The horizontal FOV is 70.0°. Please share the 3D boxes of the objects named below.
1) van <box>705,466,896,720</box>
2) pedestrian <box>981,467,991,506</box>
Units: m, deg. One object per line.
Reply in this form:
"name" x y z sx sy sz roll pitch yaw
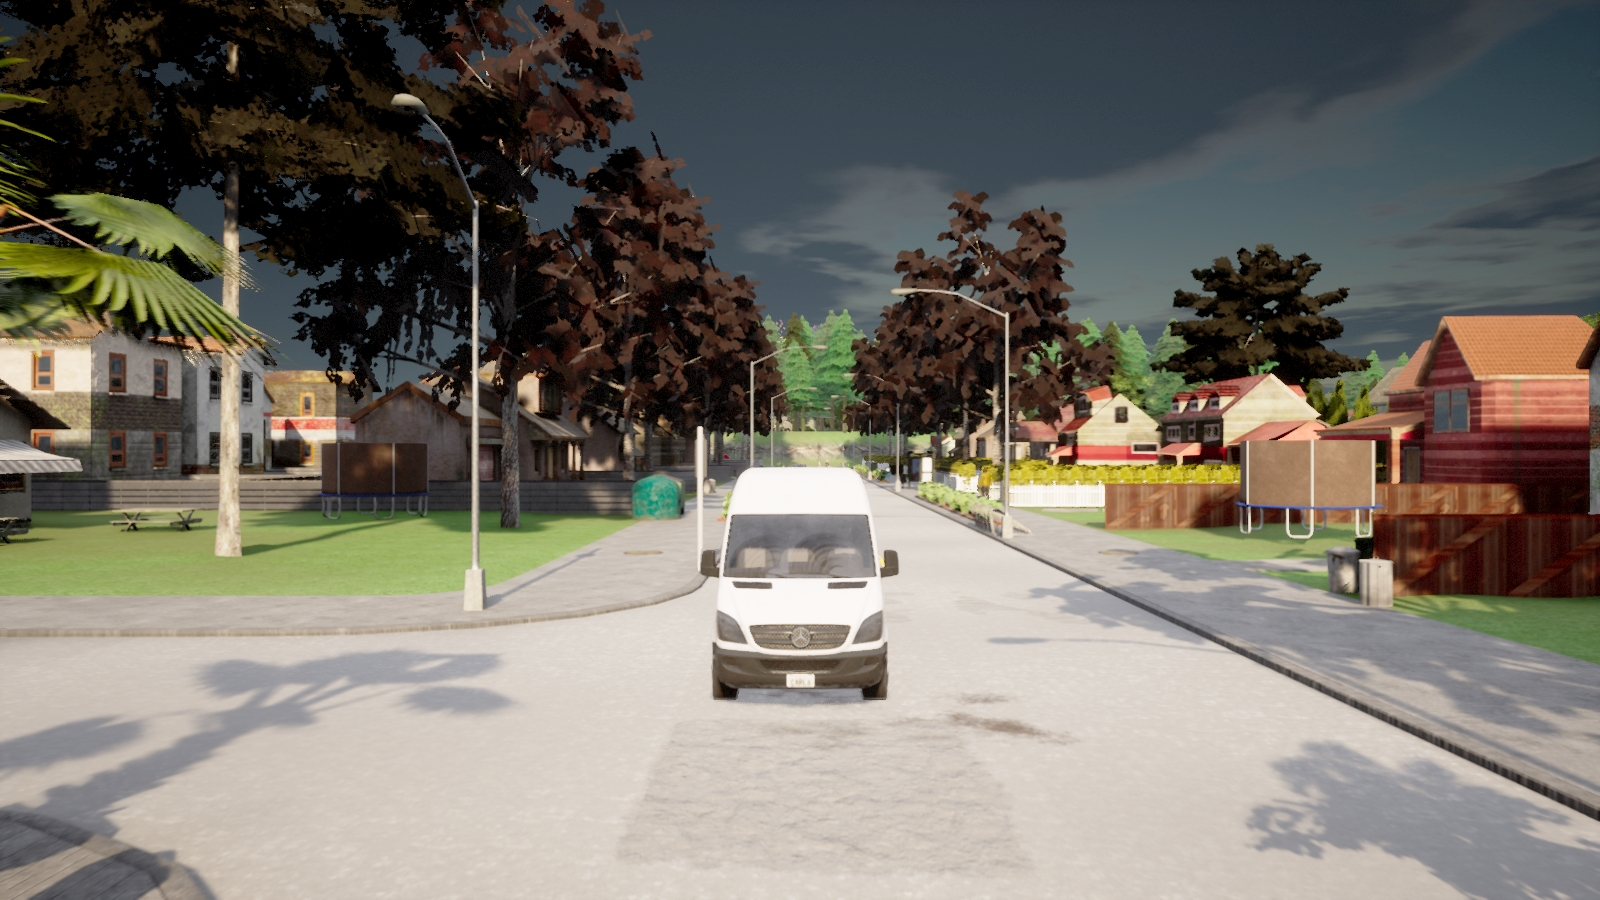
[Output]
"van" 0.004 1.534 14.848 1.988 2.561 5.915 0 0 0
"pedestrian" 8.972 1.745 55.205 0.375 1.860 0.375 0 0 -9
